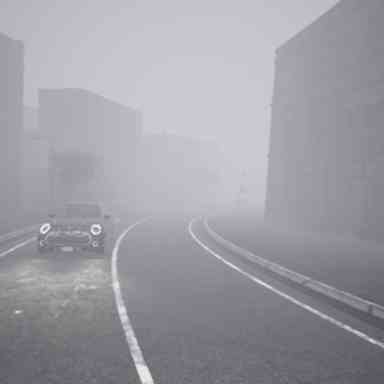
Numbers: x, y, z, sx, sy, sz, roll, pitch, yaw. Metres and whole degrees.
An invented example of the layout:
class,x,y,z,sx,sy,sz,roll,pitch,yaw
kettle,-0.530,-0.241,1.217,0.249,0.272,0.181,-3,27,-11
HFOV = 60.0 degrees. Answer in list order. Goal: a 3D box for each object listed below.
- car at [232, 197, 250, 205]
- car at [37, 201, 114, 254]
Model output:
class,x,y,z,sx,sy,sz,roll,pitch,yaw
car,9.137,1.606,61.442,2.033,1.411,5.357,5,2,29
car,-4.157,1.167,12.547,2.097,1.767,4.553,2,0,-8
